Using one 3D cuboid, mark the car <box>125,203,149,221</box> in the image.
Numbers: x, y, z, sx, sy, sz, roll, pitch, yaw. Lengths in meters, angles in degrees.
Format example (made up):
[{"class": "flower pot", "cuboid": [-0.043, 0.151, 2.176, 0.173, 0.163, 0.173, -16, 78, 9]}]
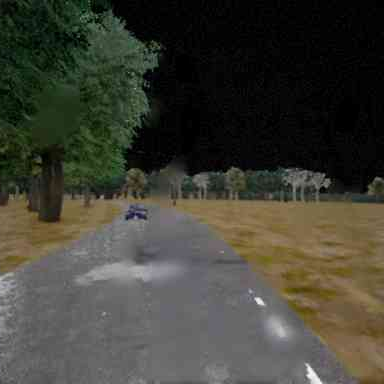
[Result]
[{"class": "car", "cuboid": [-4.786, 1.685, 29.205, 2.033, 1.411, 5.357, 0, 0, -7]}]
